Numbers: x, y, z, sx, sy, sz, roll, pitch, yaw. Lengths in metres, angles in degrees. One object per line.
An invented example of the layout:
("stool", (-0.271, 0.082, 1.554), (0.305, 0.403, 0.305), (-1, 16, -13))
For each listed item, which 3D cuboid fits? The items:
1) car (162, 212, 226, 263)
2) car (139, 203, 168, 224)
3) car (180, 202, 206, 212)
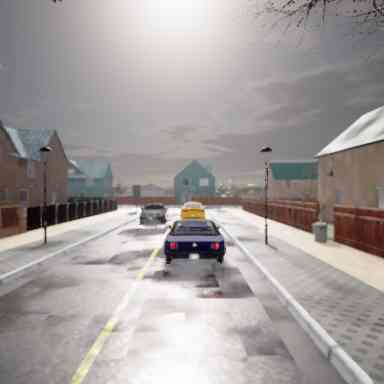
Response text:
("car", (0.082, 1.608, 11.962), (1.895, 1.301, 4.718), (0, 0, 0))
("car", (-2.838, 1.569, 25.250), (1.812, 1.442, 4.674), (0, 0, 0))
("car", (0.076, 1.525, 26.325), (1.882, 1.535, 5.008), (0, 0, 0))
